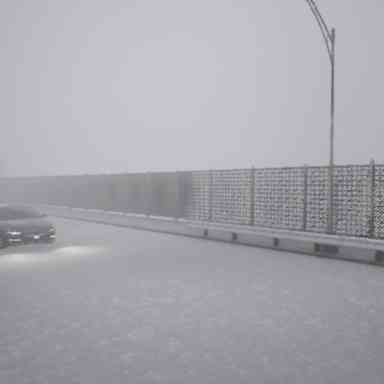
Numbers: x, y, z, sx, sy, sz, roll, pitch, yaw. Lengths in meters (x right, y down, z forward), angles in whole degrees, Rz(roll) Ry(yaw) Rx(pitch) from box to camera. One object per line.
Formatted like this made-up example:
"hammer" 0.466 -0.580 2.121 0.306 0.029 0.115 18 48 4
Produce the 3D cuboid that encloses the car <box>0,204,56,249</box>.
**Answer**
"car" -7.158 1.261 13.246 4.892 1.490 1.837 2 2 43
